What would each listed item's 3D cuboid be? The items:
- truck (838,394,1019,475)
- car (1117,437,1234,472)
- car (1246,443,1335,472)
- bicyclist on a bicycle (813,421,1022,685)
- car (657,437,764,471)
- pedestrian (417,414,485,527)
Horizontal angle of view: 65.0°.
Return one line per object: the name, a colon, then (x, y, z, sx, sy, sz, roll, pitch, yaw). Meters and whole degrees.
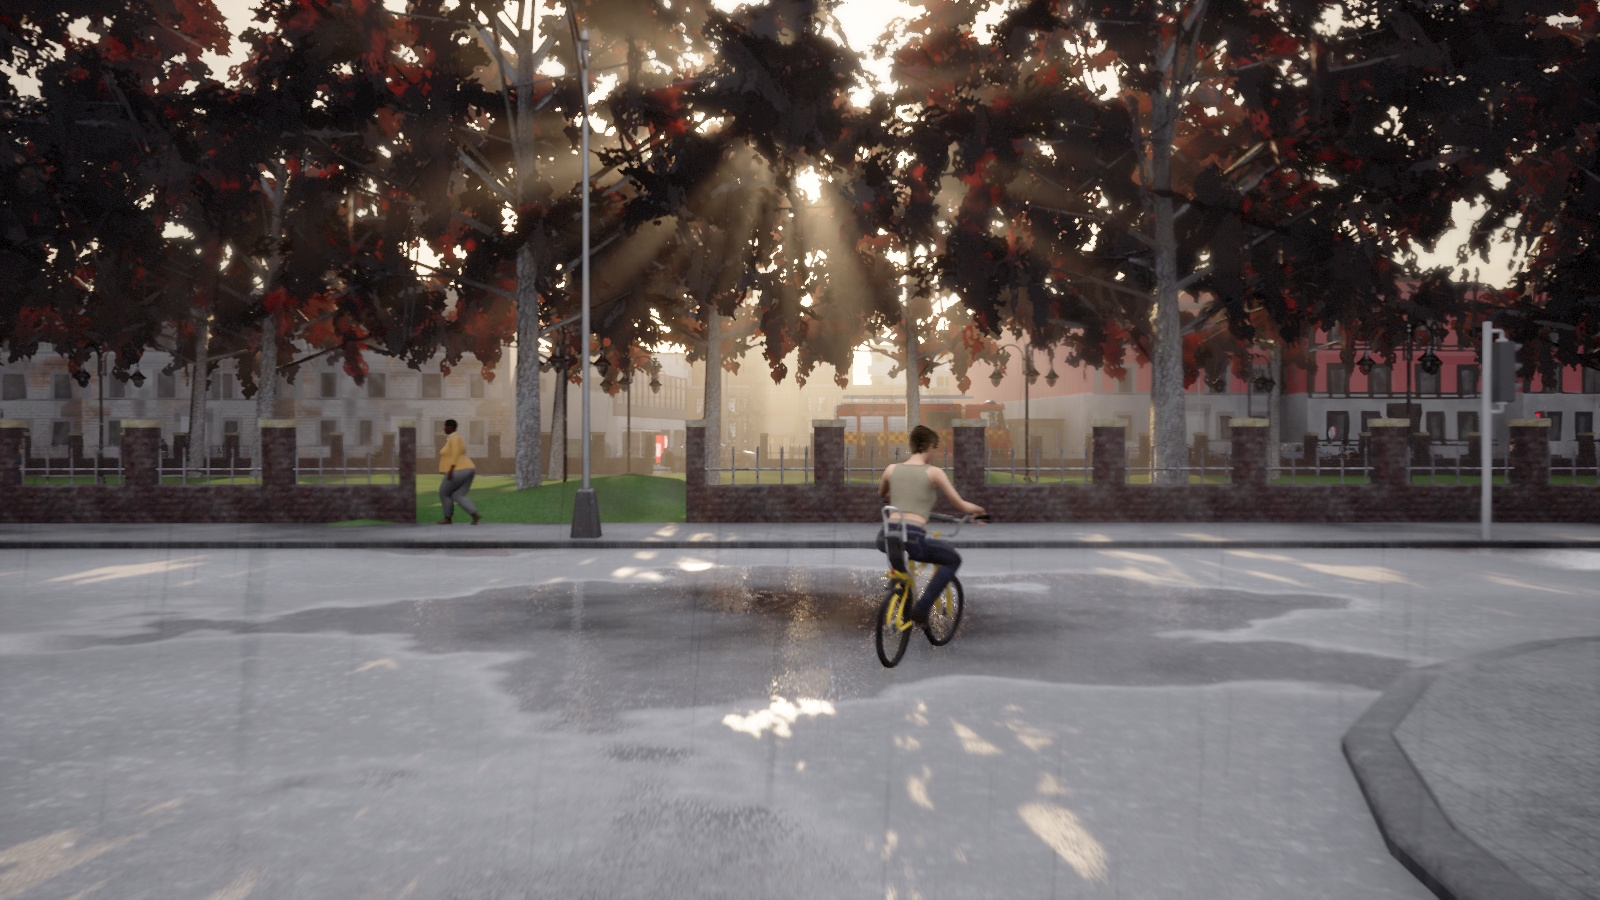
truck: (6.106, -0.756, 60.865, 8.468, 3.827, 2.891, 0, 0, 0)
car: (18.142, 0.197, 60.812, 5.027, 1.651, 2.152, 0, 0, 0)
car: (25.266, 0.367, 64.782, 3.806, 1.475, 1.970, 0, 0, 0)
bicyclist on a bicycle: (0.847, 0.635, 8.670, 0.866, 1.612, 1.509, 3, 2, 27)
car: (-4.283, 0.178, 60.921, 5.027, 1.651, 2.152, 0, 0, 1)
pedestrian: (-5.822, 0.333, 20.988, 0.900, 1.855, 0.874, 0, 0, 0)
